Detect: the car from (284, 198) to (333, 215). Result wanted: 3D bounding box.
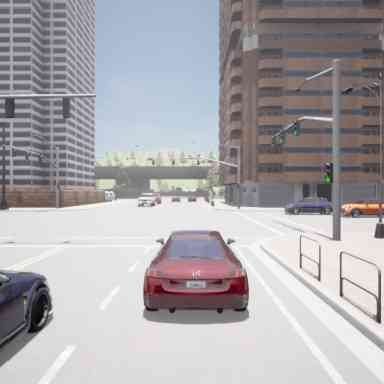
[{"bbox_3d":[11.565,1.352,33.168,4.553,1.767,2.097,0,0,2],"label":"car"}]

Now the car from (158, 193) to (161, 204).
[{"bbox_3d":[-7.015,1.221,62.543,2.150,2.045,5.566,0,0,1],"label":"car"}]

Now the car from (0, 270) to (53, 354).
[{"bbox_3d":[-3.437,1.564,4.159,1.994,1.385,4.181,0,0,0],"label":"car"}]

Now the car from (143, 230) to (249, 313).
[{"bbox_3d":[0.085,1.564,7.731,1.994,1.385,4.181,0,0,0],"label":"car"}]

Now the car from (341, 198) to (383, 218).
[{"bbox_3d":[15.539,1.352,29.584,4.553,1.767,2.097,0,0,1],"label":"car"}]

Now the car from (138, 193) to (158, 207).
[{"bbox_3d":[-7.057,1.221,52.122,2.150,2.045,5.566,0,0,0],"label":"car"}]

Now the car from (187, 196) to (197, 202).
[{"bbox_3d":[0.053,1.525,73.367,2.128,1.511,4.902,0,0,0],"label":"car"}]

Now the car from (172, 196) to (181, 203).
[{"bbox_3d":[-3.416,1.542,71.907,2.033,1.411,5.357,0,0,0],"label":"car"}]
